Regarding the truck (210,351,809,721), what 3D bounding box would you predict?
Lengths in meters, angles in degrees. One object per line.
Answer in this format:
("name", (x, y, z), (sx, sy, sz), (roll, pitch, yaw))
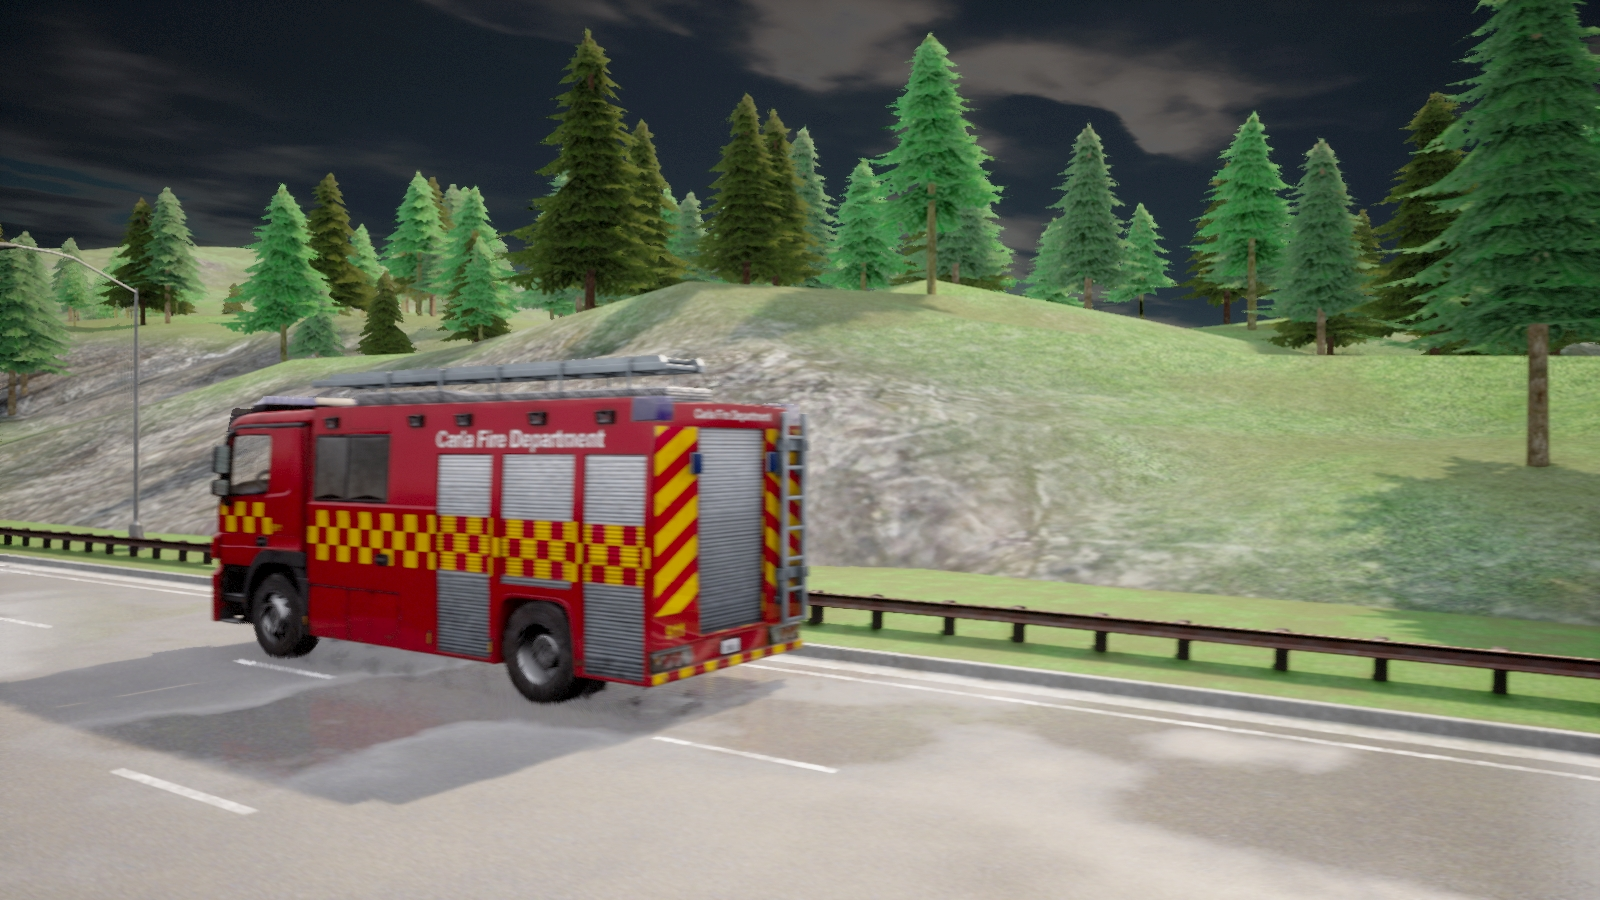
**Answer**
("truck", (-4.211, 0.889, 15.361), (8.468, 3.827, 2.891), (0, 0, 34))
